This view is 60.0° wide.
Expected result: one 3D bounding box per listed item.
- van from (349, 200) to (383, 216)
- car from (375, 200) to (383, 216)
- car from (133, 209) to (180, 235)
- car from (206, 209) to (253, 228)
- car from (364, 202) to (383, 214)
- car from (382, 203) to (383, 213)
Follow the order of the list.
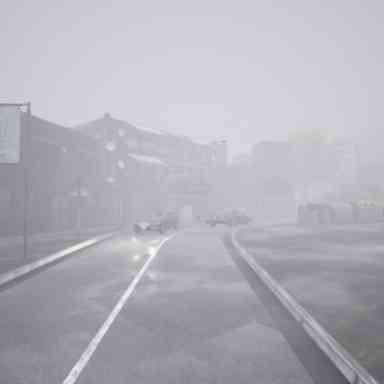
[{"bbox_3d":[23.679,2.142,45.040,1.878,1.987,4.442,-3,-2,-12],"label":"van"},{"bbox_3d":[20.991,1.699,32.019,2.435,2.045,5.566,-2,-2,-12],"label":"car"},{"bbox_3d":[-2.186,1.864,21.706,2.128,1.511,4.902,-1,-2,16],"label":"car"},{"bbox_3d":[3.132,2.102,26.975,2.033,1.411,5.357,-2,-4,34],"label":"car"},{"bbox_3d":[26.395,2.235,45.737,2.231,1.521,4.892,-3,-2,-12],"label":"car"},{"bbox_3d":[29.122,2.128,46.318,2.002,1.452,4.674,-3,-2,-12],"label":"car"}]
